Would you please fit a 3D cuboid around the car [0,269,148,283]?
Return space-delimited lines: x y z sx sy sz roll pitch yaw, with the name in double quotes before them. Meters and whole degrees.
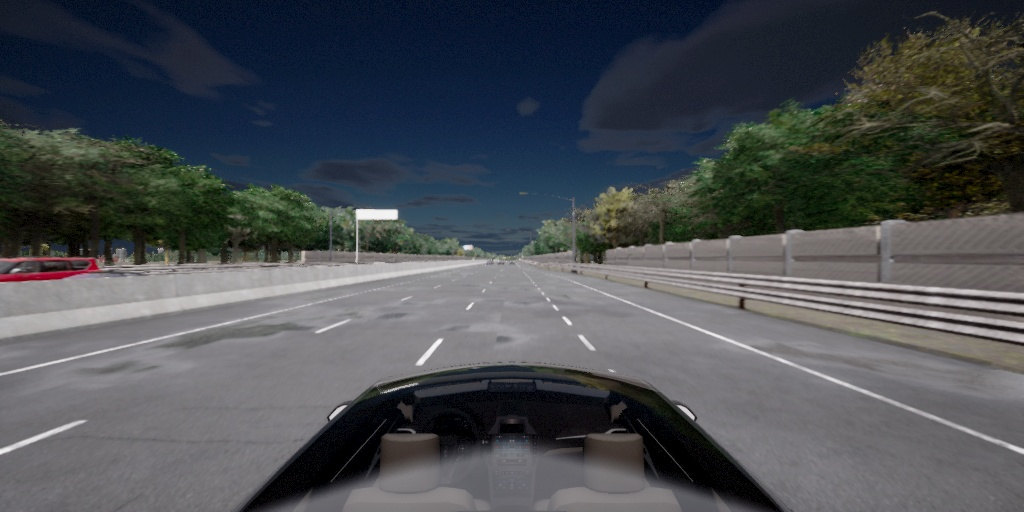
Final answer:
"car" -17.592 1.396 15.434 2.033 1.411 5.357 0 0 0

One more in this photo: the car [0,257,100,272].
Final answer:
"car" -21.090 1.069 15.289 2.150 2.045 5.566 0 0 0

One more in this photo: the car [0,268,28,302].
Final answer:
"car" -24.588 1.337 14.978 2.128 1.511 4.902 0 0 0
